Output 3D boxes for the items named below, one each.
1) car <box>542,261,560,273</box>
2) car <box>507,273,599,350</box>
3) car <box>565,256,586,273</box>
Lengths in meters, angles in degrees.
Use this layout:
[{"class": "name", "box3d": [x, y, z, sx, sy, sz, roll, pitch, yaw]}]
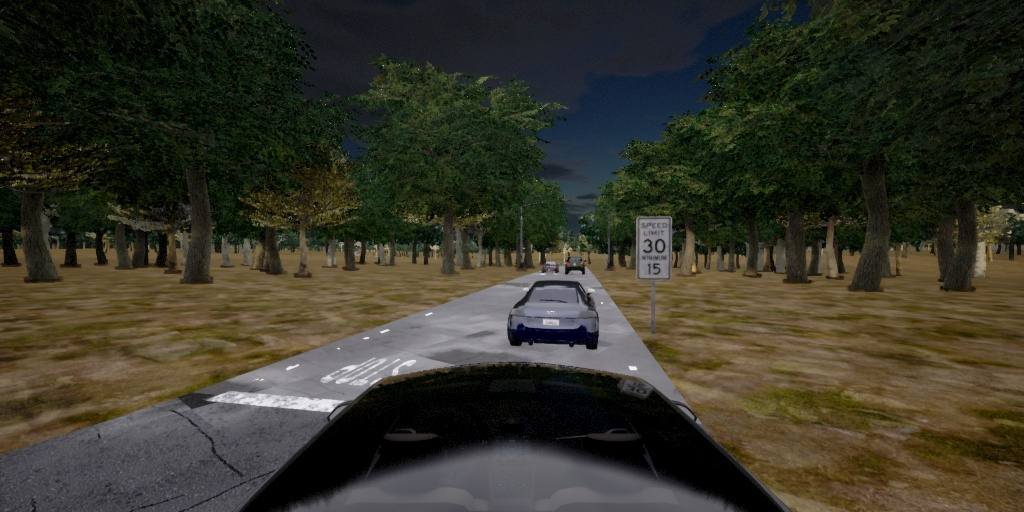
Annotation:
[{"class": "car", "box3d": [4.804, 1.358, 44.377, 1.812, 1.442, 4.674, 0, 0, 11]}, {"class": "car", "box3d": [1.164, 1.307, 9.215, 1.994, 1.385, 4.181, 0, 0, 11]}, {"class": "car", "box3d": [7.245, 1.033, 40.964, 2.150, 2.045, 5.566, 0, 0, 12]}]
